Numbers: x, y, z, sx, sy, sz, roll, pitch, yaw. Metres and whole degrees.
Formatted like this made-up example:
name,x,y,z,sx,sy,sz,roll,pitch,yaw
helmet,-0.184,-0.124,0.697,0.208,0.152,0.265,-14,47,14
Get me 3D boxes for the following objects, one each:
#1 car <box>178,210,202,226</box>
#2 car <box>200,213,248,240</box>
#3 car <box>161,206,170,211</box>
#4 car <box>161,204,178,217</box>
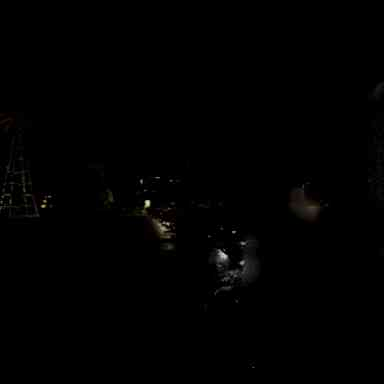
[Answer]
name,x,y,z,sx,sy,sz,roll,pitch,yaw
car,0.252,2.503,31.292,1.837,1.490,4.892,-2,-1,-10
car,2.071,2.198,21.173,1.994,1.385,4.181,-2,-2,-10
car,-6.973,4.337,87.634,1.994,1.385,4.181,-2,-2,-10
car,-3.399,2.960,51.945,2.150,2.045,5.566,-2,-2,-10
